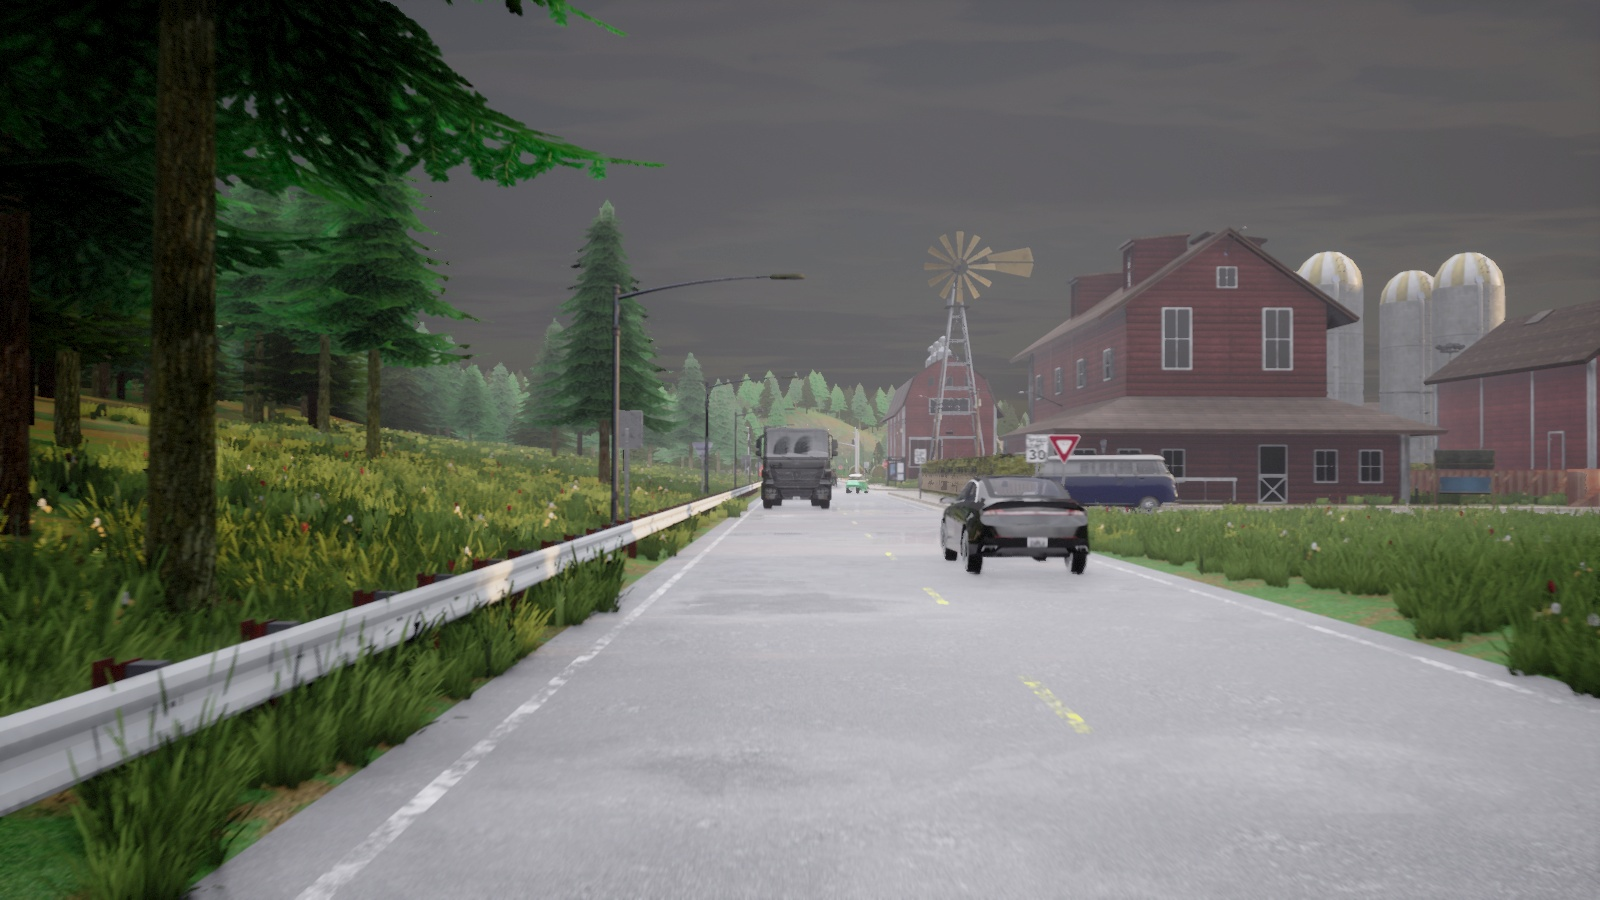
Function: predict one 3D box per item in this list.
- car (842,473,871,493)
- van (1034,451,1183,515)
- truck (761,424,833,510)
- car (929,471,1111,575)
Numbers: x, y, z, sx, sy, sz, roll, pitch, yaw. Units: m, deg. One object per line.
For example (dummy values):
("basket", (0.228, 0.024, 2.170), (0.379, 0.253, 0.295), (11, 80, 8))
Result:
("car", (3.948, 2.322, 87.613), (1.481, 1.376, 2.207), (-1, -1, 17))
("van", (9.898, 1.070, 40.537), (4.442, 1.987, 1.775), (0, -1, 5))
("truck", (-0.137, 0.751, 54.818), (2.891, 3.462, 7.936), (0, -1, 0))
("car", (3.449, 1.104, 20.744), (2.128, 1.511, 4.902), (0, -1, 0))
